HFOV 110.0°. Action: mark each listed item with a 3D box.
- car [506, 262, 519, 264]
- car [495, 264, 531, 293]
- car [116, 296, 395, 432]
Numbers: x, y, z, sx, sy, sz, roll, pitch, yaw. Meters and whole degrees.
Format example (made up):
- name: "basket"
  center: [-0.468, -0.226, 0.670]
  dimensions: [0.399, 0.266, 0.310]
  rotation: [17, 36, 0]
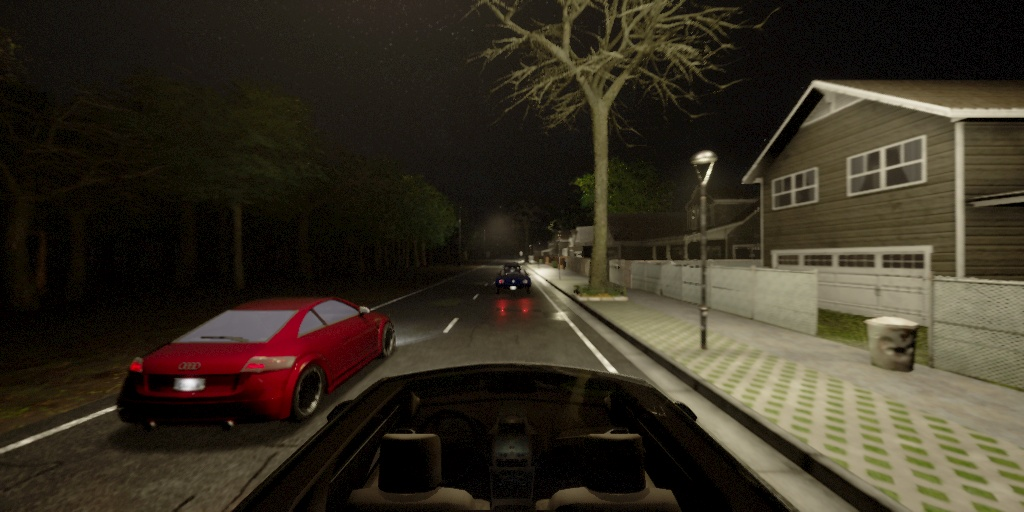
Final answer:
- name: "car"
  center: [0.030, 1.321, 40.649]
  dimensions: [1.895, 1.301, 4.718]
  rotation: [0, 0, 0]
- name: "car"
  center: [0.067, 1.344, 20.561]
  dimensions: [1.895, 1.301, 4.718]
  rotation: [0, 0, 0]
- name: "car"
  center: [-3.401, 1.319, 5.780]
  dimensions: [1.994, 1.385, 4.181]
  rotation: [0, 0, 0]
